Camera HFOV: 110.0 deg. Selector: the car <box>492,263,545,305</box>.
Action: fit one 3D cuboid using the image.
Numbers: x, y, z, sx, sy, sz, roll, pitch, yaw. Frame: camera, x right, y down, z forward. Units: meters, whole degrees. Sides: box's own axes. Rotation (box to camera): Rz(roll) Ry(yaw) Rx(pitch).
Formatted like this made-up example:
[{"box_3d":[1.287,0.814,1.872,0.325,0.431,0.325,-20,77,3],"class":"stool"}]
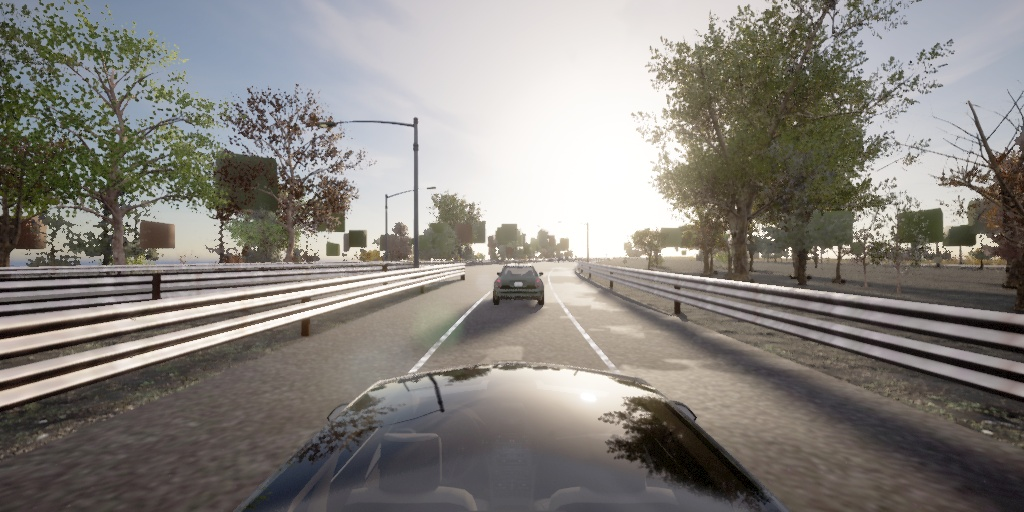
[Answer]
[{"box_3d":[0.352,1.111,16.128,2.097,1.767,4.553,0,0,3],"class":"car"}]
